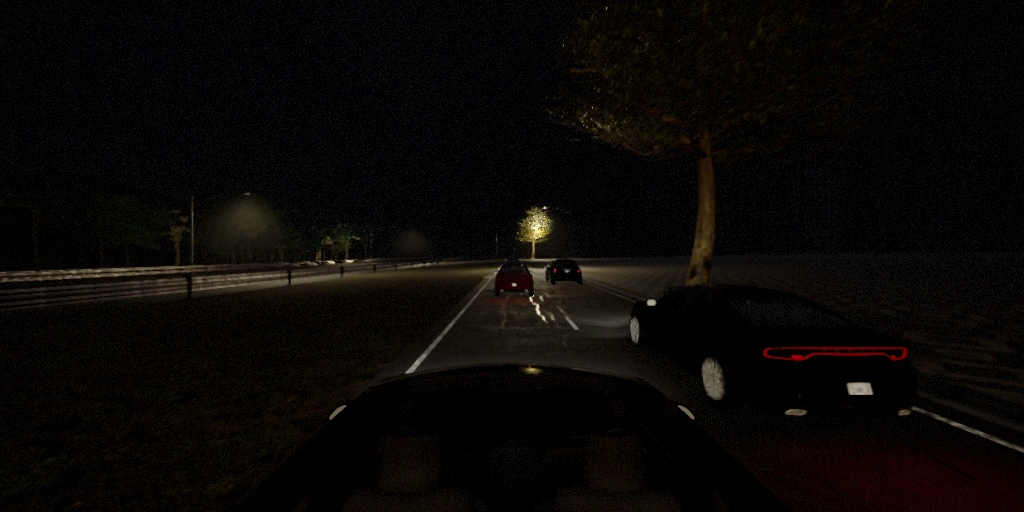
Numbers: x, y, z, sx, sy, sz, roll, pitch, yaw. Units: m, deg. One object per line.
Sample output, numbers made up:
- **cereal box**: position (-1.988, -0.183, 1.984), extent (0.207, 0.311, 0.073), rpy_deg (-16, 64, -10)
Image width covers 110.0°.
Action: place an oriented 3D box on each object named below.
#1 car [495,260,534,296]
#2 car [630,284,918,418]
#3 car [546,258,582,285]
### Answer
- **car**: position (0.112, 1.170, 19.074), extent (1.882, 1.535, 5.008), rpy_deg (0, 0, 0)
- **car**: position (3.601, 1.218, 6.187), extent (1.882, 1.535, 5.008), rpy_deg (0, 0, 0)
- **car**: position (3.605, 1.007, 25.542), extent (2.097, 1.767, 4.553), rpy_deg (0, 0, 0)
